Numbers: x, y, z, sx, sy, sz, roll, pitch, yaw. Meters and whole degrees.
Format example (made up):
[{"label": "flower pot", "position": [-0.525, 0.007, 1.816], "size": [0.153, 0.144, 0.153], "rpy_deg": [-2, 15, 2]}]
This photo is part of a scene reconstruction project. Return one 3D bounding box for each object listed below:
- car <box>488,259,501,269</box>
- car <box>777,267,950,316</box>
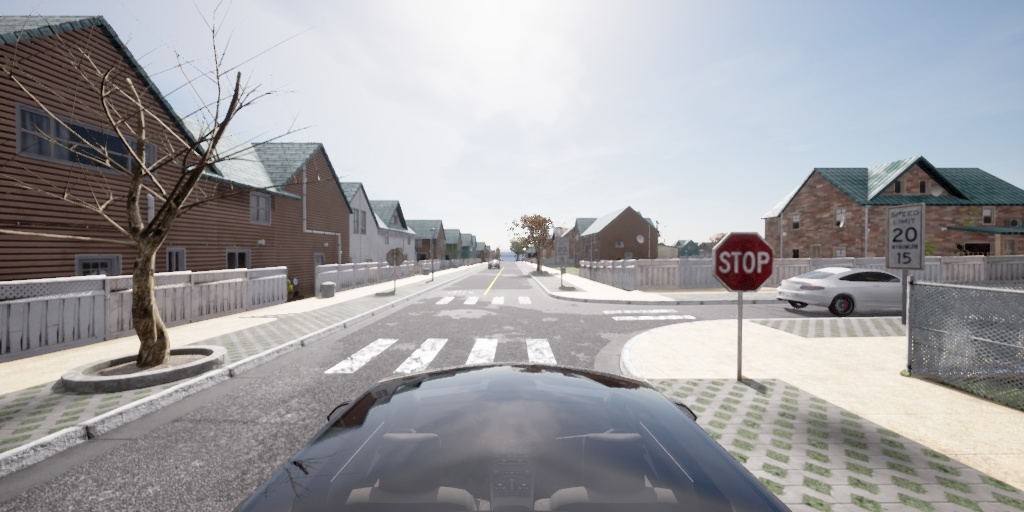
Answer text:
[{"label": "car", "position": [-2.872, 1.318, 58.337], "size": [2.128, 1.511, 4.902], "rpy_deg": [0, 0, 0]}, {"label": "car", "position": [11.356, 1.094, 11.780], "size": [4.674, 1.442, 1.812], "rpy_deg": [-1, 1, 0]}]
